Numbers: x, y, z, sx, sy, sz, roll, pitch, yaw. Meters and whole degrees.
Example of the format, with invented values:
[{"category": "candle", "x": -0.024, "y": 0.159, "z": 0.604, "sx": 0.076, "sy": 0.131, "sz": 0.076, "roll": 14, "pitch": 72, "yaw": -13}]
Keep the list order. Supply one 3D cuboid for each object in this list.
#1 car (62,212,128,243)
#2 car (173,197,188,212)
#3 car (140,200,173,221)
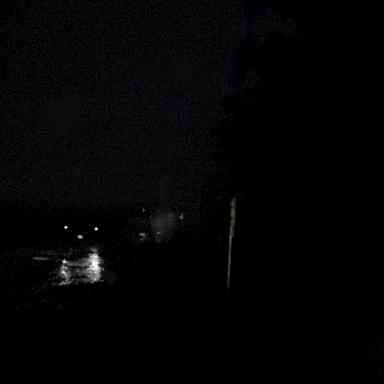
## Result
[{"category": "car", "x": -4.871, "y": 1.762, "z": 17.299, "sx": 1.895, "sy": 1.301, "sz": 4.718, "roll": 2, "pitch": -1, "yaw": 5}, {"category": "car", "x": -1.906, "y": 1.786, "z": 48.795, "sx": 2.150, "sy": 2.045, "sz": 5.566, "roll": 2, "pitch": -1, "yaw": 6}, {"category": "car", "x": -3.508, "y": 1.737, "z": 32.121, "sx": 2.097, "sy": 1.767, "sz": 4.553, "roll": 2, "pitch": 0, "yaw": 5}]
